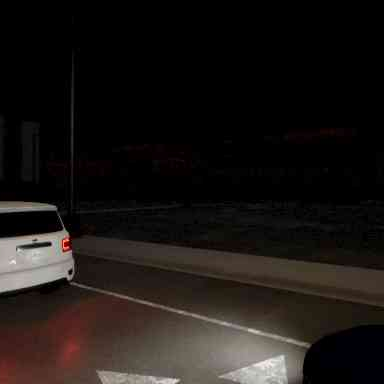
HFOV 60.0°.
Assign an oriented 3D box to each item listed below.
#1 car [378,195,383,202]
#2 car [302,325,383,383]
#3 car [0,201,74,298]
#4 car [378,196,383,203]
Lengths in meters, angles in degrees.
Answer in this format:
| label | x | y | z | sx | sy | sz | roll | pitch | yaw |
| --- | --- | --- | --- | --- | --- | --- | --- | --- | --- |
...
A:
| label | x | y | z | sx | sy | sz | roll | pitch | yaw |
| --- | --- | --- | --- | --- | --- | --- | --- | --- | --- |
| car | 39.927 | 1.369 | 67.953 | 1.853 | 1.218 | 4.536 | 1 | 1 | 6 |
| car | 3.005 | 1.516 | 1.843 | 4.674 | 1.442 | 1.812 | 0 | 0 | 35 |
| car | -5.032 | 1.220 | 7.576 | 5.566 | 2.045 | 2.150 | 0 | 0 | 35 |
| car | 39.921 | 1.527 | 67.903 | 2.038 | 1.542 | 4.974 | 1 | 1 | 6 |
